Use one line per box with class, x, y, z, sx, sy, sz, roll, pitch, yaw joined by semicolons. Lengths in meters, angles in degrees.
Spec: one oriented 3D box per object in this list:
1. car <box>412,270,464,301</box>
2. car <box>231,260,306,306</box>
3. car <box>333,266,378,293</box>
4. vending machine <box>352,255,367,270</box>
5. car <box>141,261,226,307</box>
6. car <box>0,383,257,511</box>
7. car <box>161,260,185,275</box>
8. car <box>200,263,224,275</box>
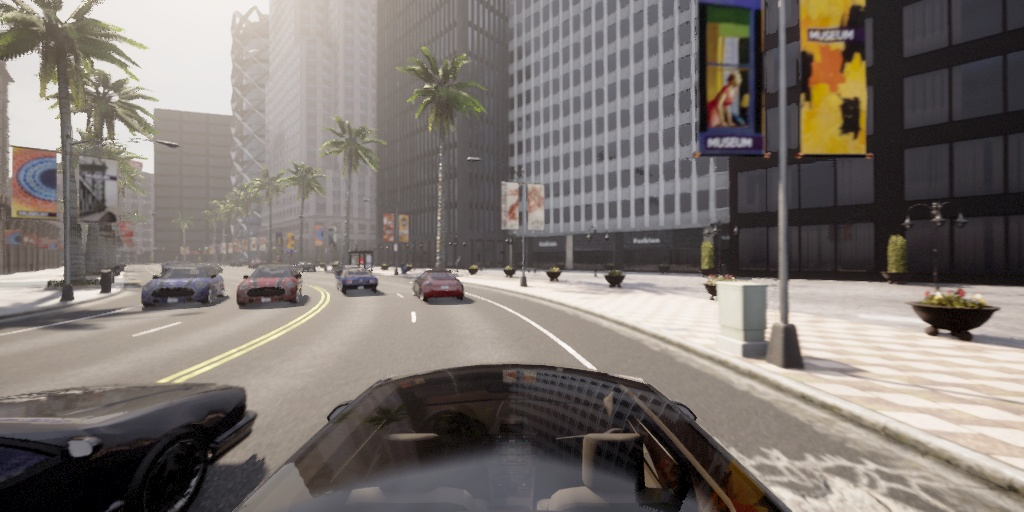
car;-3.801;1.397;18.037;1.994;1.385;4.181;0;0;-23
car;-10.947;1.203;16.496;2.097;1.767;4.553;0;0;-27
car;-9.502;1.469;21.742;1.895;1.301;4.718;0;0;-31
vending machine;-21.138;1.224;49.749;0.880;2.100;1.100;0;0;43
car;-14.738;1.215;16.348;2.097;1.767;4.553;0;0;-30
car;-3.358;1.306;1.009;2.033;1.411;5.357;0;0;-2
car;-44.633;1.450;47.200;4.553;1.767;2.097;0;0;44
car;-39.624;1.644;47.272;4.181;1.385;1.994;0;0;44
